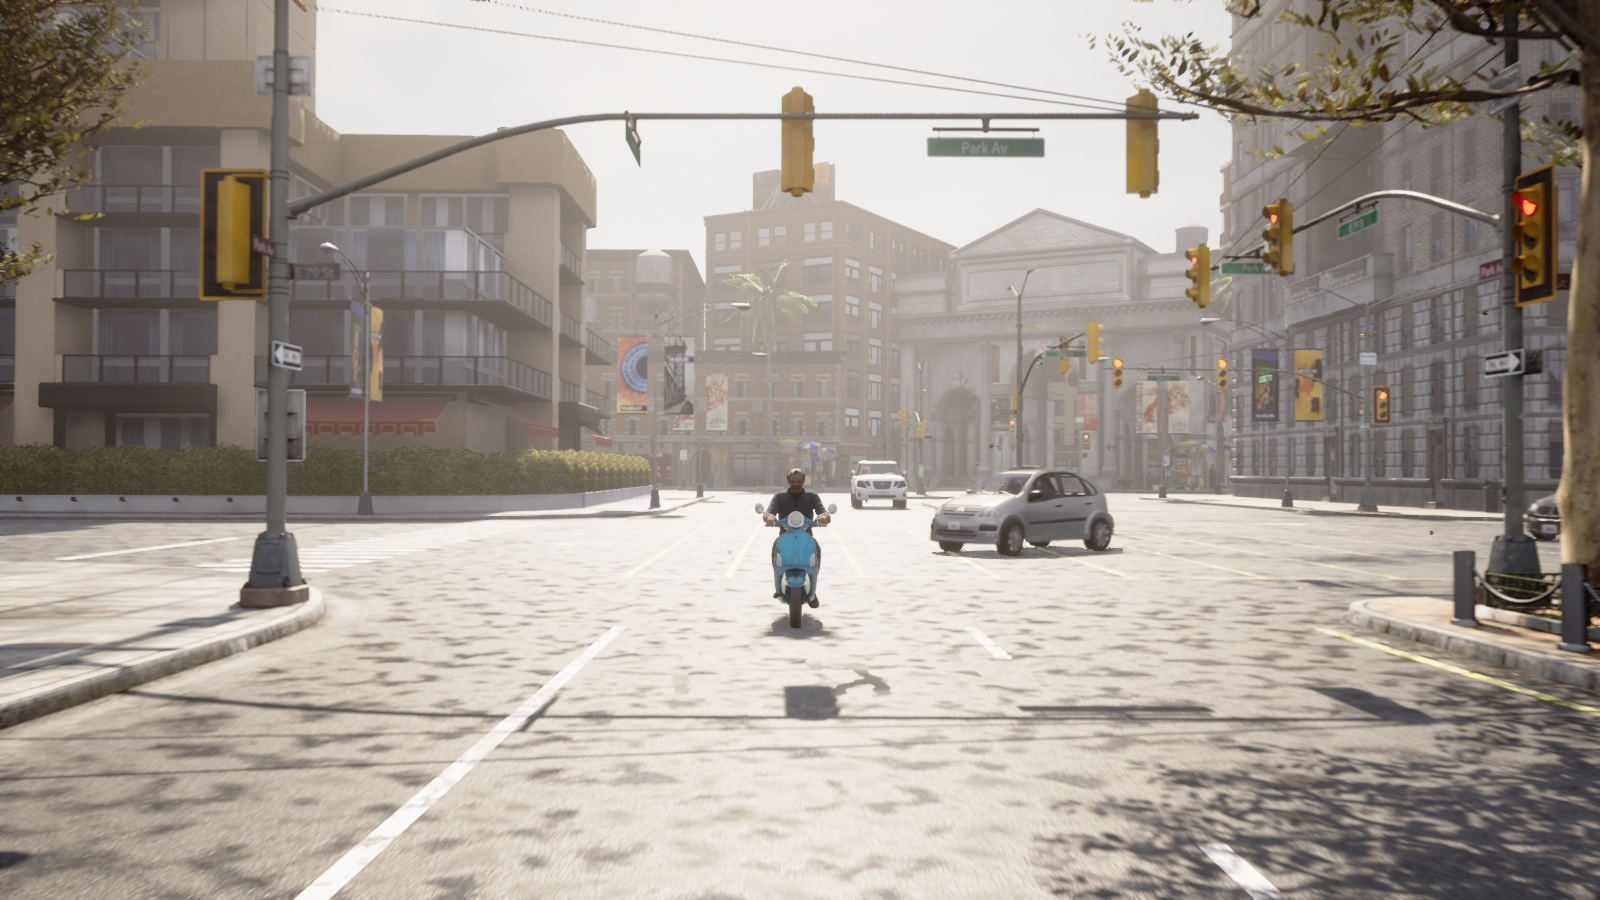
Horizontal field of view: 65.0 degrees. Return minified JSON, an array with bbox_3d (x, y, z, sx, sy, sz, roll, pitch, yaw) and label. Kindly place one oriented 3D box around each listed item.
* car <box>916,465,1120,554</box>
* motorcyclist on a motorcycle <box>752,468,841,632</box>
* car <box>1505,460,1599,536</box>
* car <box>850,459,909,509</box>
[{"bbox_3d":[4.341,1.110,24.724,3.988,1.617,1.851,1,-1,-41],"label":"car"},{"bbox_3d":[-0.035,0.989,13.167,0.866,1.590,1.817,0,-1,0],"label":"motorcyclist on a motorcycle"},{"bbox_3d":[19.157,1.070,29.119,4.611,1.667,2.242,0,-1,-14],"label":"car"},{"bbox_3d":[3.357,1.427,54.145,2.150,2.045,5.566,0,-1,0],"label":"car"}]
